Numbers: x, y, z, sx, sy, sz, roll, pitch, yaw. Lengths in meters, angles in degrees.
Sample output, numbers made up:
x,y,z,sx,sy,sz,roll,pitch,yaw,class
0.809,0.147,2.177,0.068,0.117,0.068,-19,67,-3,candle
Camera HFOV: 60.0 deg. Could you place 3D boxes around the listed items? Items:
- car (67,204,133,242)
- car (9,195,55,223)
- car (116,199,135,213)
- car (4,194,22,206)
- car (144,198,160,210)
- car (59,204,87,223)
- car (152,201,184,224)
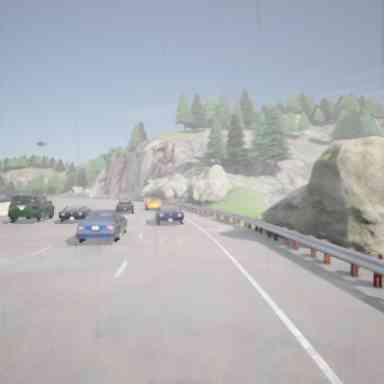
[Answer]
x,y,z,sx,sy,sz,roll,pitch,yaw,class
-4.302,1.562,16.492,2.033,1.411,5.357,0,0,-6,car
-12.610,1.270,26.493,2.150,2.045,5.566,0,0,-9,car
-7.334,1.512,36.614,2.128,1.511,4.902,0,0,-11,car
-32.216,1.351,59.916,2.150,2.045,5.566,0,0,-21,car
-4.981,1.485,42.244,1.882,1.535,5.008,0,0,-12,car
-9.051,1.633,26.366,1.895,1.301,4.718,0,0,-8,car
-1.732,1.600,24.556,1.895,1.301,4.718,0,0,-8,car
